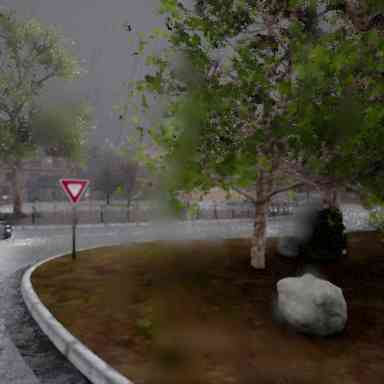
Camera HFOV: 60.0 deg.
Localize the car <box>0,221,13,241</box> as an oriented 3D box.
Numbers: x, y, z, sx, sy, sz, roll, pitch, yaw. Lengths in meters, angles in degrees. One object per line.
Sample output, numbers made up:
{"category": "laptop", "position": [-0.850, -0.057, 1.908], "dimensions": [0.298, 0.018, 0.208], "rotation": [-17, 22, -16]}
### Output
{"category": "car", "position": [-9.576, 1.442, 13.346], "dimensions": [4.181, 1.385, 1.994], "rotation": [0, 0, -19]}
